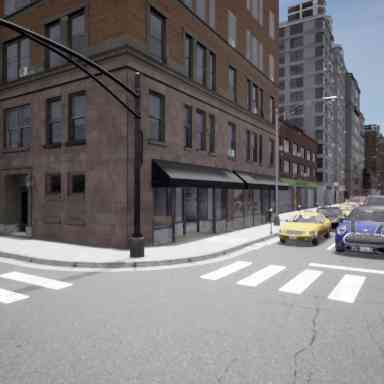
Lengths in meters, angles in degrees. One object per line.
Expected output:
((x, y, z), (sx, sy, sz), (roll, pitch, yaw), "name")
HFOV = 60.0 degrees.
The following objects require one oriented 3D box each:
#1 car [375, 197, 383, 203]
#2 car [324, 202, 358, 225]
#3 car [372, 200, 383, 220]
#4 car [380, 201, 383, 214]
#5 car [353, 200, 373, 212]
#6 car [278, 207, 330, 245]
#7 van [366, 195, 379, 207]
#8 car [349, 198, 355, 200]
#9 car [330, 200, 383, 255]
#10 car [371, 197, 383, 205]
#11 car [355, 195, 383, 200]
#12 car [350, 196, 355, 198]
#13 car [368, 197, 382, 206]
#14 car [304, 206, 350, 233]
((41.558, 1.716, 73.558), (1.802, 1.307, 4.206), (0, 0, 32), "car")
((11.480, 1.581, 25.476), (1.752, 1.417, 4.829), (0, 0, 32), "car")
((17.496, 1.555, 29.805), (2.128, 1.511, 4.902), (0, 0, 32), "car")
((22.216, 1.674, 37.253), (1.895, 1.301, 4.718), (0, 0, 32), "car")
((20.568, 1.656, 40.002), (1.802, 1.307, 4.206), (0, 0, 32), "car")
((5.481, 1.566, 15.888), (1.752, 1.417, 4.829), (0, 0, 32), "car")
((29.566, 1.430, 54.384), (1.690, 1.788, 3.998), (0, 0, 32), "van")
((14.479, 1.588, 30.270), (1.752, 1.417, 4.829), (0, 0, 32), "car")
((7.157, 1.391, 13.362), (2.097, 1.767, 4.553), (0, 0, 32), "car")
((35.563, 1.683, 63.973), (1.802, 1.307, 4.206), (0, 0, 32), "car")
((12.217, 1.273, 21.462), (2.150, 2.045, 5.566), (0, 0, 33), "car")
((17.569, 1.383, 35.209), (2.192, 1.841, 5.009), (0, 0, 32), "car")
((32.565, 1.638, 59.179), (1.887, 1.381, 4.507), (0, 0, 32), "car")
((8.571, 1.615, 20.826), (1.947, 1.339, 4.313), (0, 0, 32), "car")
